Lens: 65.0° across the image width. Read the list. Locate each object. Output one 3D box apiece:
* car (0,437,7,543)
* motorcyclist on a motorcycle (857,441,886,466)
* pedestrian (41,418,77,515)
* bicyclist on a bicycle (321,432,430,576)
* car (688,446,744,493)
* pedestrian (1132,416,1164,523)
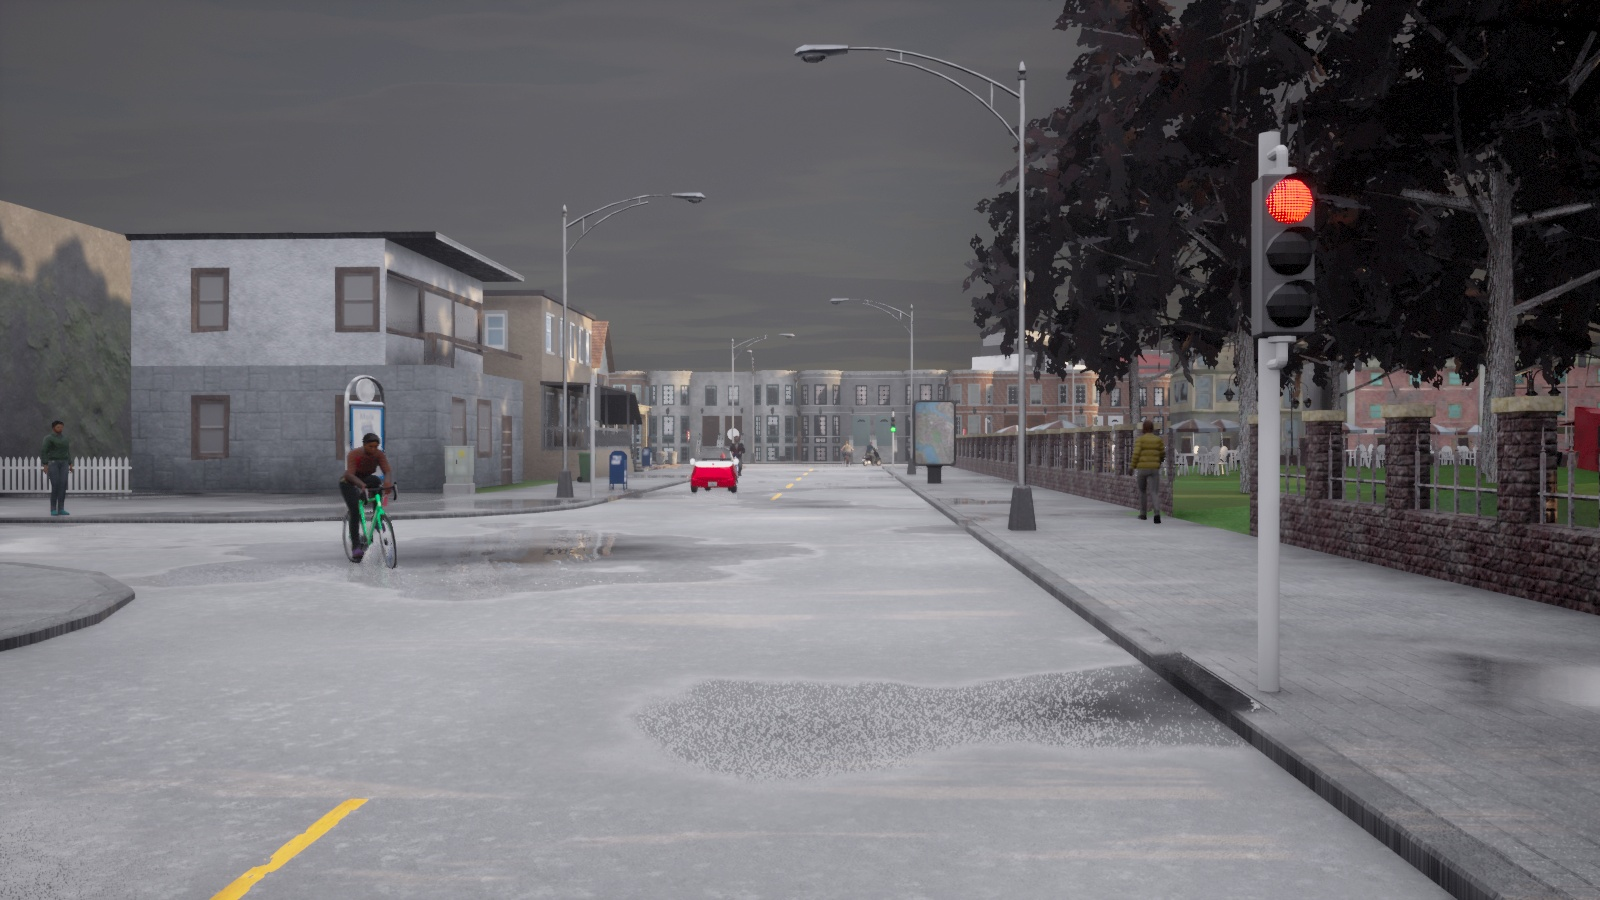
[{"bbox_3d":[-13.875,0.584,17.429,4.514,1.525,2.007,0,0,2],"label":"car"},{"bbox_3d":[4.605,0.248,80.782,0.866,1.590,1.817,0,0,45],"label":"motorcyclist on a motorcycle"},{"bbox_3d":[-14.293,0.308,24.213,0.614,1.847,0.353,0,0,32],"label":"pedestrian"},{"bbox_3d":[-5.150,0.609,15.176,0.582,1.620,1.656,-4,3,-41],"label":"bicyclist on a bicycle"},{"bbox_3d":[-2.562,0.582,38.474,1.481,1.376,2.207,0,0,2],"label":"car"},{"bbox_3d":[6.089,0.337,21.988,0.370,1.835,0.726,0,0,2],"label":"pedestrian"}]
